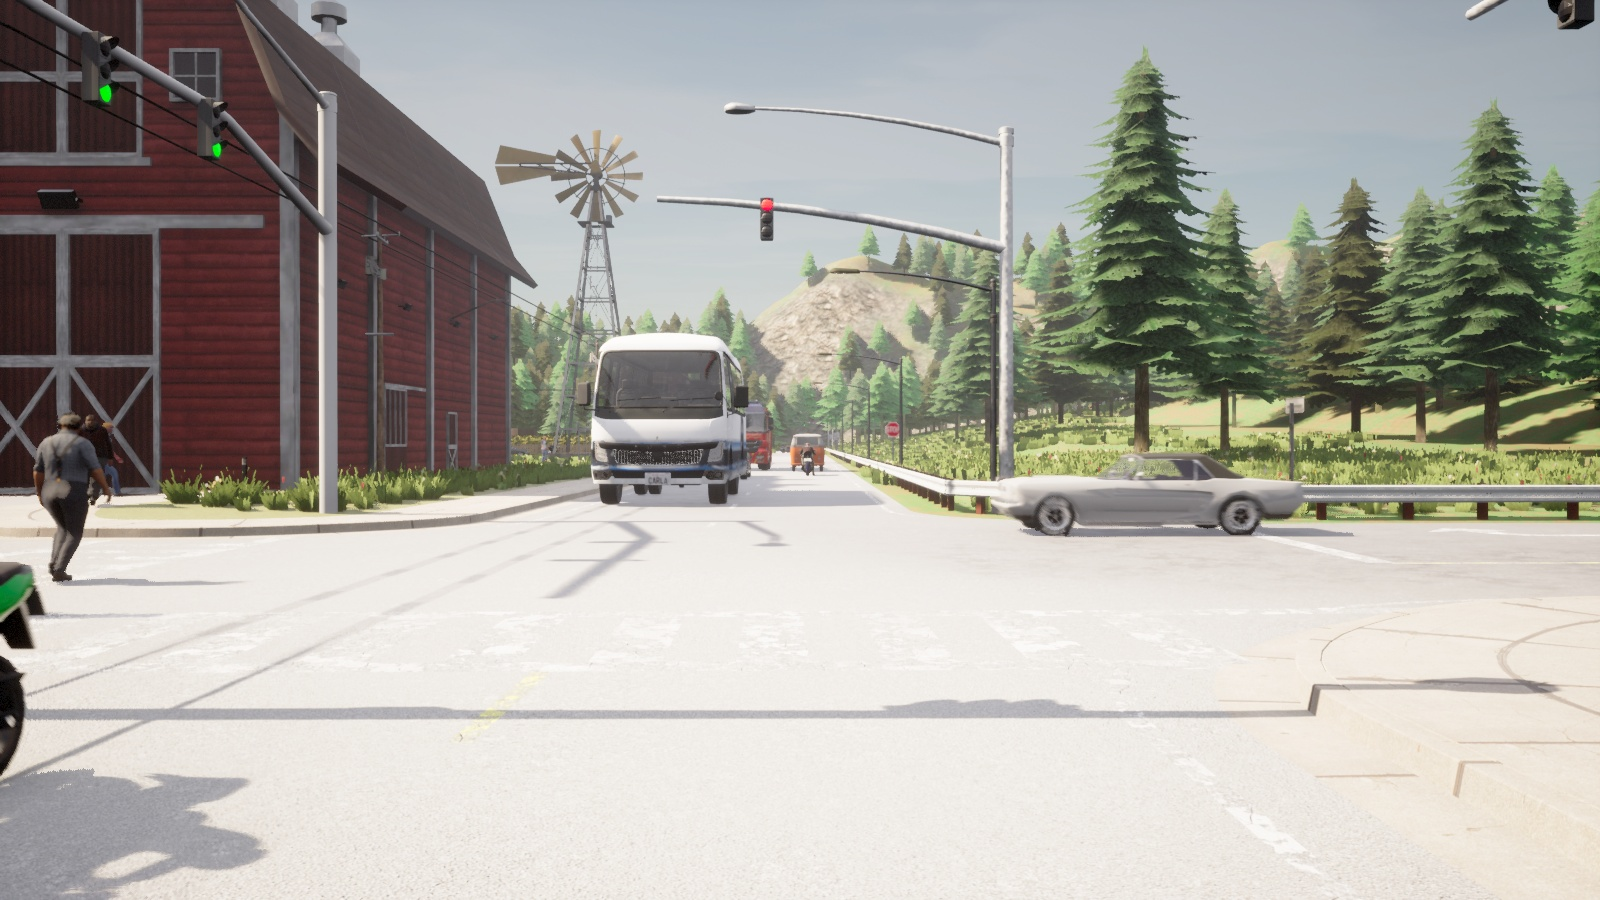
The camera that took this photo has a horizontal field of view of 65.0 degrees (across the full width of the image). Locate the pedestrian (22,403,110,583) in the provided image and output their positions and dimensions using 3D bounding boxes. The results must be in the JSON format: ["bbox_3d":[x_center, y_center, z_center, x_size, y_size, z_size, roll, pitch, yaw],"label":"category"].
[{"bbox_3d":[-7.741,0.441,13.268,0.540,1.848,0.694,0,0,-4],"label":"pedestrian"}]

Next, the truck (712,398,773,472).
[{"bbox_3d":[-3.084,-0.813,69.537,2.891,3.827,8.468,0,0,0],"label":"truck"}]

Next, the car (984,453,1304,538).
[{"bbox_3d":[5.493,0.714,20.505,4.718,1.301,1.895,0,0,1],"label":"car"}]

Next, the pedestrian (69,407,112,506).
[{"bbox_3d":[-13.456,0.113,23.842,0.634,1.844,0.899,0,0,-24],"label":"pedestrian"}]

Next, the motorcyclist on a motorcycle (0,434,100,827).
[{"bbox_3d":[-3.500,0.700,4.523,0.797,1.523,2.044,0,0,1],"label":"motorcyclist on a motorcycle"}]

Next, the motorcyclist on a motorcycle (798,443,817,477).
[{"bbox_3d":[0.346,0.457,57.476,0.866,1.530,2.191,0,0,0],"label":"motorcyclist on a motorcycle"}]

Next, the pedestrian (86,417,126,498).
[{"bbox_3d":[-15.905,0.168,28.791,0.706,1.836,0.354,0,0,-9],"label":"pedestrian"}]

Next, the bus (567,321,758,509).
[{"bbox_3d":[-3.290,-0.823,33.683,3.944,4.253,10.273,0,0,0],"label":"bus"}]

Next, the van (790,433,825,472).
[{"bbox_3d":[0.398,0.126,66.505,1.775,1.987,4.442,0,0,0],"label":"van"}]
